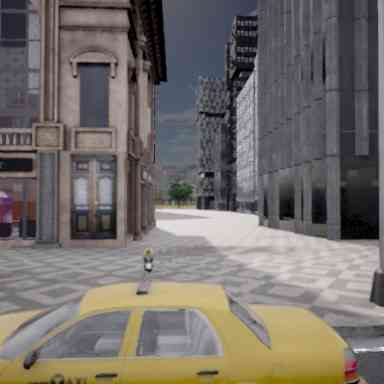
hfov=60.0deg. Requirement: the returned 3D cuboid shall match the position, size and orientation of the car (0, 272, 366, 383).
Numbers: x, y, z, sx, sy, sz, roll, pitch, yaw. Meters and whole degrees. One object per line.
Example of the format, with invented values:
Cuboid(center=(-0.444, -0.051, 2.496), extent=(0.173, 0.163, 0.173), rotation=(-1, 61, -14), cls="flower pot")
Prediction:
Cuboid(center=(-0.776, 1.598, 3.564), extent=(4.829, 1.417, 1.752), rotation=(0, -1, -3), cls="car")
